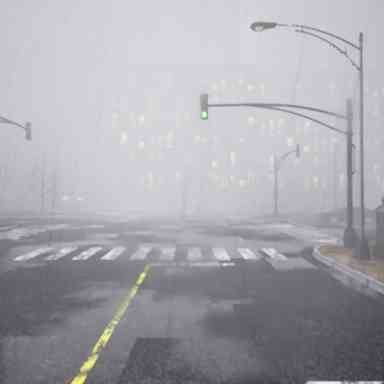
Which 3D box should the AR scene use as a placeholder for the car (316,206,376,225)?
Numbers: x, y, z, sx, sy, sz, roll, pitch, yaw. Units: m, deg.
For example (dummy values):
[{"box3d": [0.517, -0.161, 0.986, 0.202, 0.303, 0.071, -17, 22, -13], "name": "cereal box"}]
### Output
[{"box3d": [13.115, 1.937, 28.248, 4.892, 1.490, 1.837, 1, -1, -1], "name": "car"}]
